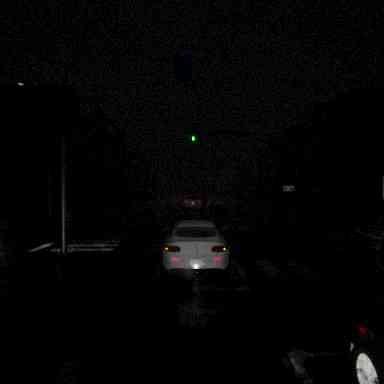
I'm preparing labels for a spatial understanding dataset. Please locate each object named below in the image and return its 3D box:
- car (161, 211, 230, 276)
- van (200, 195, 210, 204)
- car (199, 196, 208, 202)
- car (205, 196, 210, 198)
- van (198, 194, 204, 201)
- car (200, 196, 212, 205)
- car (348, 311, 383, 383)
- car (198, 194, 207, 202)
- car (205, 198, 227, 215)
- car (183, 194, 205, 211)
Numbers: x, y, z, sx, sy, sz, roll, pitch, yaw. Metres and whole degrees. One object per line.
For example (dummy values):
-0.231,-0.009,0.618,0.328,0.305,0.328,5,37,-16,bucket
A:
0.097,1.544,10.314,1.812,1.442,4.674,0,0,0,car
2.619,1.457,67.774,1.690,1.788,3.998,-1,0,0,van
2.624,1.687,78.839,2.008,1.369,4.403,-1,0,0,car
2.624,1.658,45.643,1.802,1.307,4.206,-1,0,0,car
2.620,1.508,95.436,1.690,1.788,3.998,-1,0,0,van
2.621,1.546,62.241,1.967,1.590,4.097,-1,0,0,car
2.622,1.554,2.133,2.008,1.369,4.403,-1,0,0,car
2.619,1.461,84.371,2.192,1.841,5.009,-1,0,0,car
2.623,1.601,34.578,1.887,1.381,4.507,-1,0,0,car
0.101,1.286,39.560,2.150,2.045,5.566,0,0,0,car
